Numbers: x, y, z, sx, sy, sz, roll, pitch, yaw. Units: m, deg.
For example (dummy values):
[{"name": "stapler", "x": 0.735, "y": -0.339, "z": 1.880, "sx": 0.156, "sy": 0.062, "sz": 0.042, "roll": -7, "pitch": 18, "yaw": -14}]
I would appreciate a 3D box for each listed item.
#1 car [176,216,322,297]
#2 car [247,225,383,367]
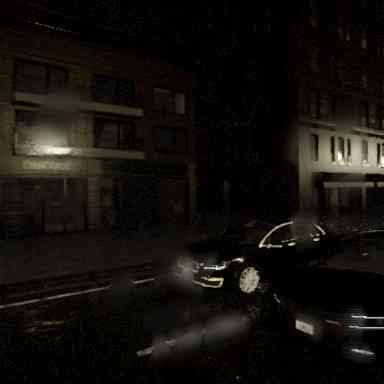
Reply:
[{"name": "car", "x": 1.872, "y": 1.428, "z": 8.506, "sx": 4.892, "sy": 1.490, "sz": 1.837, "roll": -1, "pitch": 1, "yaw": -35}, {"name": "car", "x": 3.458, "y": 1.410, "z": 5.647, "sx": 5.008, "sy": 1.535, "sz": 1.882, "roll": -1, "pitch": 1, "yaw": -35}]
